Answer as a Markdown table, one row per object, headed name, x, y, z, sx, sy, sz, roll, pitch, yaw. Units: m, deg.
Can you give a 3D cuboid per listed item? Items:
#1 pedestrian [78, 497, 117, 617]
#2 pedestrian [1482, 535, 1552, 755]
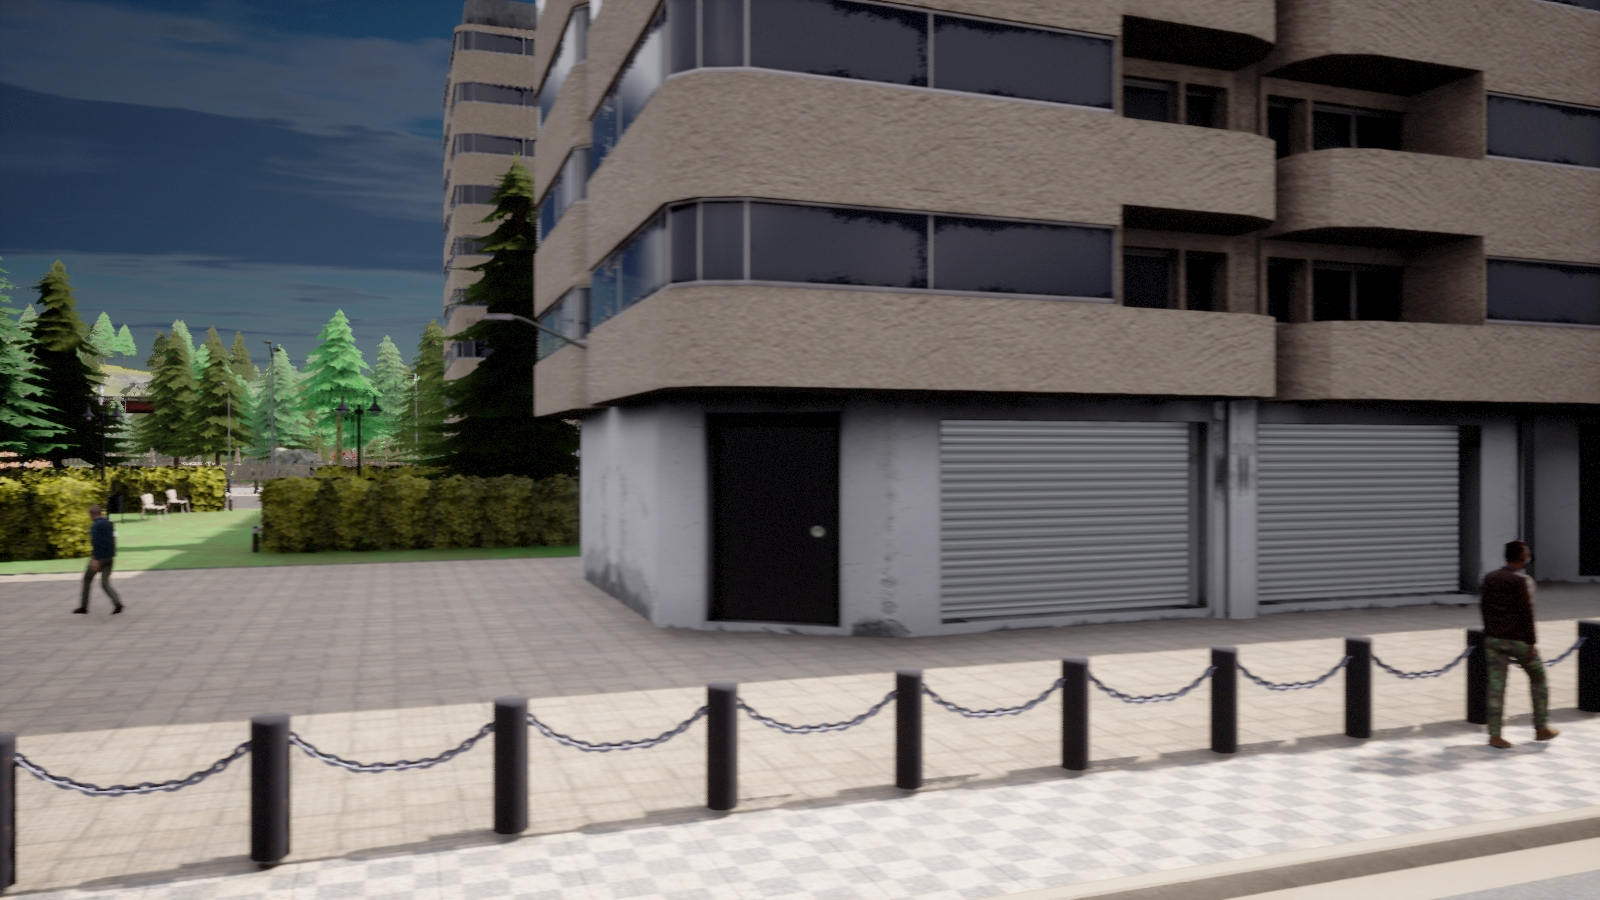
| name | x | y | z | sx | sy | sz | roll | pitch | yaw |
| --- | --- | --- | --- | --- | --- | --- | --- | --- | --- |
| pedestrian | -11.113 | 1.680 | 18.075 | 0.375 | 1.860 | 0.375 | 0 | 0 | 15 |
| pedestrian | 6.314 | 1.697 | 10.067 | 0.375 | 1.860 | 0.375 | 0 | 0 | -19 |
